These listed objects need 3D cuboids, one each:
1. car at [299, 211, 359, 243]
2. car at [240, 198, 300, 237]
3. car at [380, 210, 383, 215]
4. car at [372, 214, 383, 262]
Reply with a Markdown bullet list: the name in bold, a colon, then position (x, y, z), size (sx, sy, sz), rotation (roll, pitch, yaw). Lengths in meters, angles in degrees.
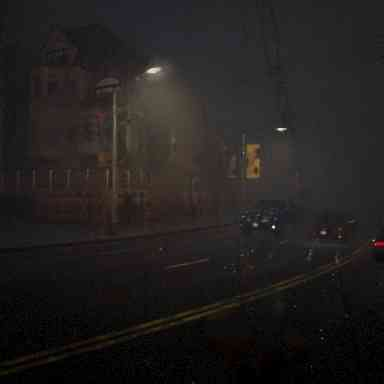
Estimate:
- **car**: position (7.318, 1.749, 17.280), size (1.994, 1.385, 4.181), rotation (0, -1, 35)
- **car**: position (4.840, 1.414, 19.794), size (2.150, 2.045, 5.566), rotation (0, -1, 33)
- **car**: position (15.952, 1.878, 26.086), size (1.994, 1.385, 4.181), rotation (0, 0, 25)
- **car**: position (7.826, 1.694, 11.892), size (2.033, 1.411, 5.357), rotation (0, -1, 38)
